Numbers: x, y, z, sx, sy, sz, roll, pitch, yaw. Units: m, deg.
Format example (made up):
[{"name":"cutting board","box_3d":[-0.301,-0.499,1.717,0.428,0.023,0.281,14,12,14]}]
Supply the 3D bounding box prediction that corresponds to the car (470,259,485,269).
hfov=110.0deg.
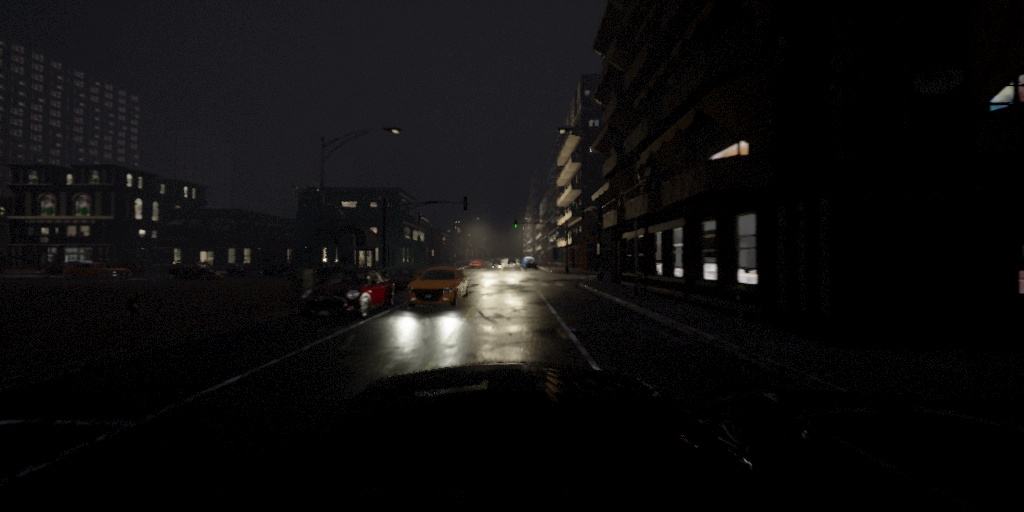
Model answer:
[{"name":"car","box_3d":[-5.692,1.298,56.497,1.802,1.307,4.207,0,0,0]}]

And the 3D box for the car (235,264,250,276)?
[{"name":"car","box_3d":[-30.677,1.518,38.888,4.207,1.307,1.802,0,0,1]}]

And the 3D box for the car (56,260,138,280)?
[{"name":"car","box_3d":[-38.221,1.366,33.108,5.008,1.535,1.882,0,-1,1]}]

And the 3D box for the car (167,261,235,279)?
[{"name":"car","box_3d":[-26.375,1.233,30.191,4.097,1.591,1.967,0,0,1]}]

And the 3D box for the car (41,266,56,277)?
[{"name":"car","box_3d":[-48.462,1.460,39.054,4.097,1.591,1.967,0,0,1]}]

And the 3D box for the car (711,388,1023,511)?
[{"name":"car","box_3d":[2.691,1.316,1.528,1.948,1.339,4.313,0,0,0]}]

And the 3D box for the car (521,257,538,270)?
[{"name":"car","box_3d":[2.689,1.273,50.953,2.007,1.370,4.403,0,0,0]}]

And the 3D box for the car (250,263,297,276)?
[{"name":"car","box_3d":[-25.198,1.477,38.814,4.313,1.339,1.948,0,0,1]}]

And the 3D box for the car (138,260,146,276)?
[{"name":"car","box_3d":[-42.911,1.309,39.011,5.009,1.841,2.192,0,0,1]}]

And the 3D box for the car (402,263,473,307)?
[{"name":"car","box_3d":[-3.057,1.225,15.657,1.882,1.535,5.008,0,0,0]}]

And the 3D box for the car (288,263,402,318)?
[{"name":"car","box_3d":[-5.658,1.188,12.786,1.967,1.591,4.097,0,0,0]}]
